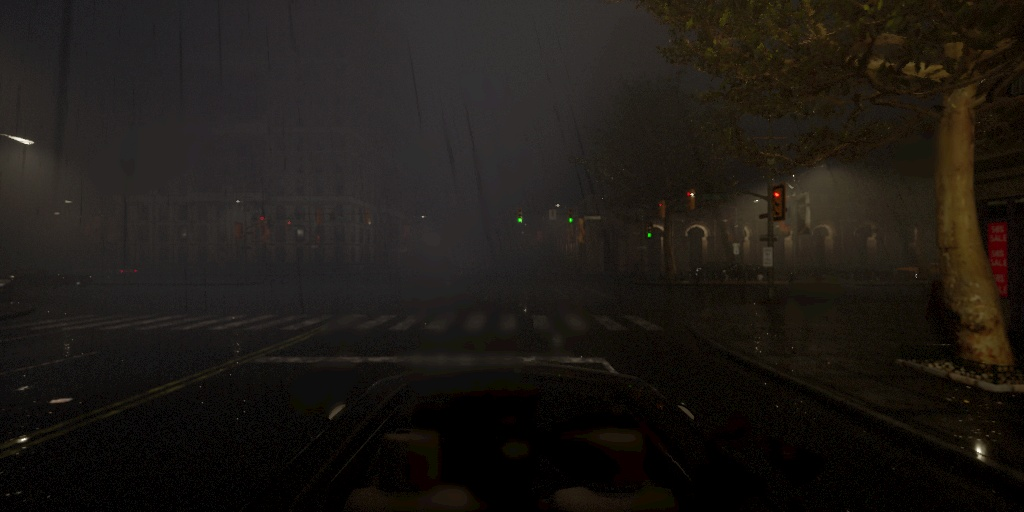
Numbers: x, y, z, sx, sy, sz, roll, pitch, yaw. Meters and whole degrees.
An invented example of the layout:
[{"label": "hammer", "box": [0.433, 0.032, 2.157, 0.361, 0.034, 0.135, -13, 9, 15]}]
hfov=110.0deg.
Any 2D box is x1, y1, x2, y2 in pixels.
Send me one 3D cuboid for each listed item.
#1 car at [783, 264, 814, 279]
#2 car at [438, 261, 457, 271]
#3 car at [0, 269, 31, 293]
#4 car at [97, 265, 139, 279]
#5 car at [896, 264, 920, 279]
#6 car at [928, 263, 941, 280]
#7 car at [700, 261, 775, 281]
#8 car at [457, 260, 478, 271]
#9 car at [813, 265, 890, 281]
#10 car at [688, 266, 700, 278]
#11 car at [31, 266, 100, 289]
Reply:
[{"label": "car", "box": [29.380, 1.515, 34.431, 4.718, 1.301, 1.895, 0, 0, 1]}, {"label": "car", "box": [-10.436, 1.552, 56.915, 1.812, 1.442, 4.674, 0, 0, 0]}, {"label": "car", "box": [-30.508, 1.331, 19.748, 4.902, 1.511, 2.128, 0, 0, 1]}, {"label": "car", "box": [-39.692, 1.516, 35.007, 4.718, 1.301, 1.895, 0, 0, 1]}, {"label": "car", "box": [39.843, 1.392, 34.331, 5.008, 1.535, 1.882, 0, 0, 1]}, {"label": "car", "box": [39.514, 1.374, 30.834, 5.008, 1.535, 1.882, 0, 0, 1]}, {"label": "car", "box": [19.422, 1.402, 31.015, 4.892, 1.490, 1.837, 0, 0, 1]}, {"label": "car", "box": [-6.942, 1.624, 56.384, 1.895, 1.301, 4.718, 0, 0, 0]}, {"label": "car", "box": [29.369, 1.498, 30.931, 4.718, 1.301, 1.895, 0, 0, 1]}, {"label": "car", "box": [19.440, 1.267, 34.518, 4.553, 1.767, 2.097, 0, 0, 0]}, {"label": "car", "box": [-30.288, 1.458, 23.245, 4.718, 1.301, 1.895, 0, 0, 1]}]
